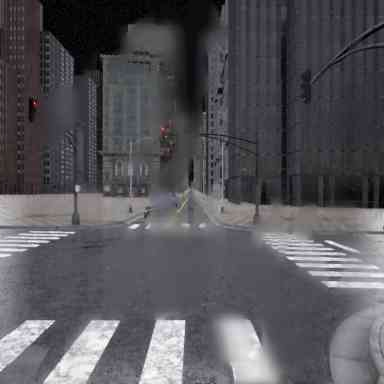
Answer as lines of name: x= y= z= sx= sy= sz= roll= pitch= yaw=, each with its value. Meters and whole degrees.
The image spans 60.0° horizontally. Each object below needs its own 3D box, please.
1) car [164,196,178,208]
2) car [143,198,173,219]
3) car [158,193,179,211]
car: x=-3.107 y=1.479 z=50.531 sx=1.882 sy=1.535 sz=5.008 roll=0 pitch=0 yaw=0
car: x=-3.112 y=1.548 z=29.833 sx=2.033 sy=1.411 sz=5.357 roll=0 pitch=0 yaw=0
car: x=-3.113 y=1.222 z=40.084 sx=2.150 sy=2.045 sz=5.566 roll=0 pitch=0 yaw=0
